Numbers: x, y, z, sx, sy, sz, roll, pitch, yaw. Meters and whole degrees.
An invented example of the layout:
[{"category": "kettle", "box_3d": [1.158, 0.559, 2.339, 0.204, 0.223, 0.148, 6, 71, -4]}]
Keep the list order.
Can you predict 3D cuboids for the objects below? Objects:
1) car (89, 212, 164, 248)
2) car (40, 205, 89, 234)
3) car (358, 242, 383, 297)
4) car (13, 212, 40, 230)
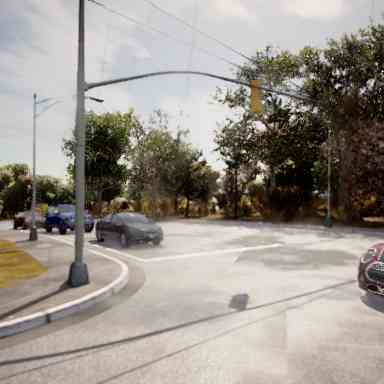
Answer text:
[{"category": "car", "box_3d": [-3.202, 1.781, 16.451, 1.837, 1.490, 4.892, 1, -2, -37]}, {"category": "car", "box_3d": [-9.101, 1.934, 24.432, 2.150, 2.045, 5.566, 1, -4, -38]}, {"category": "car", "box_3d": [5.823, 1.390, 7.575, 4.553, 1.767, 2.097, 1, 0, -34]}, {"category": "car", "box_3d": [-15.635, 2.685, 32.189, 2.097, 1.767, 4.553, 1, -4, -43]}]
